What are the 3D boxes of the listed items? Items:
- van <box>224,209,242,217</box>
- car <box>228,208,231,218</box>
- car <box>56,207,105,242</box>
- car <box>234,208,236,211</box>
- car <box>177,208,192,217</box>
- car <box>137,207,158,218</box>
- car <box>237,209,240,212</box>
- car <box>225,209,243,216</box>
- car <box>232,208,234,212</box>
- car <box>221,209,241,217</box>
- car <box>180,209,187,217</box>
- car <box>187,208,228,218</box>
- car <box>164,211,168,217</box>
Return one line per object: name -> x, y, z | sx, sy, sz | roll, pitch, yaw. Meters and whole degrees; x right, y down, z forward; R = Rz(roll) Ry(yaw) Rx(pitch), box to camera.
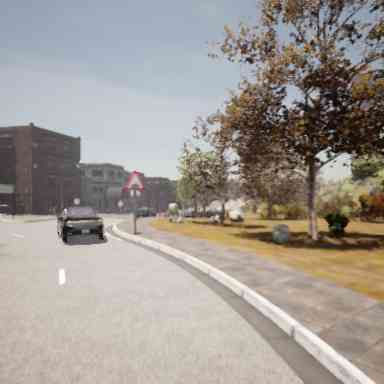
van -> 10.368, 5.235, 84.755 | 4.442, 1.987, 1.878 | 0, -3, 12
car -> 2.809, 3.204, 49.805 | 5.008, 1.535, 2.097 | 0, -4, 12
car -> -5.628, 1.503, 16.637 | 2.128, 1.511, 4.902 | -1, 0, -25
car -> 4.402, 3.775, 57.896 | 5.366, 1.575, 1.946 | 0, -4, 12
car -> -1.521, 4.357, 71.039 | 2.097, 1.767, 4.553 | 0, -4, 12
car -> -6.426, 3.021, 48.113 | 1.837, 1.490, 4.892 | 0, -6, 12
car -> 6.943, 4.533, 68.593 | 4.674, 1.452, 2.002 | 0, -4, 12
car -> 11.100, 5.478, 87.403 | 4.553, 1.767, 2.185 | 0, -3, 12
car -> 4.020, 3.619, 55.158 | 4.792, 1.488, 2.163 | 0, -4, 12
car -> 9.298, 5.036, 79.479 | 4.553, 1.767, 2.185 | 0, -3, 12
car -> -0.403, 4.030, 60.972 | 1.994, 1.385, 4.181 | 0, -4, 12
car -> 2.218, 3.009, 47.121 | 4.892, 1.521, 2.231 | 0, -4, 12
car -> -3.674, 4.021, 61.229 | 1.994, 1.385, 4.181 | 0, -4, 12
